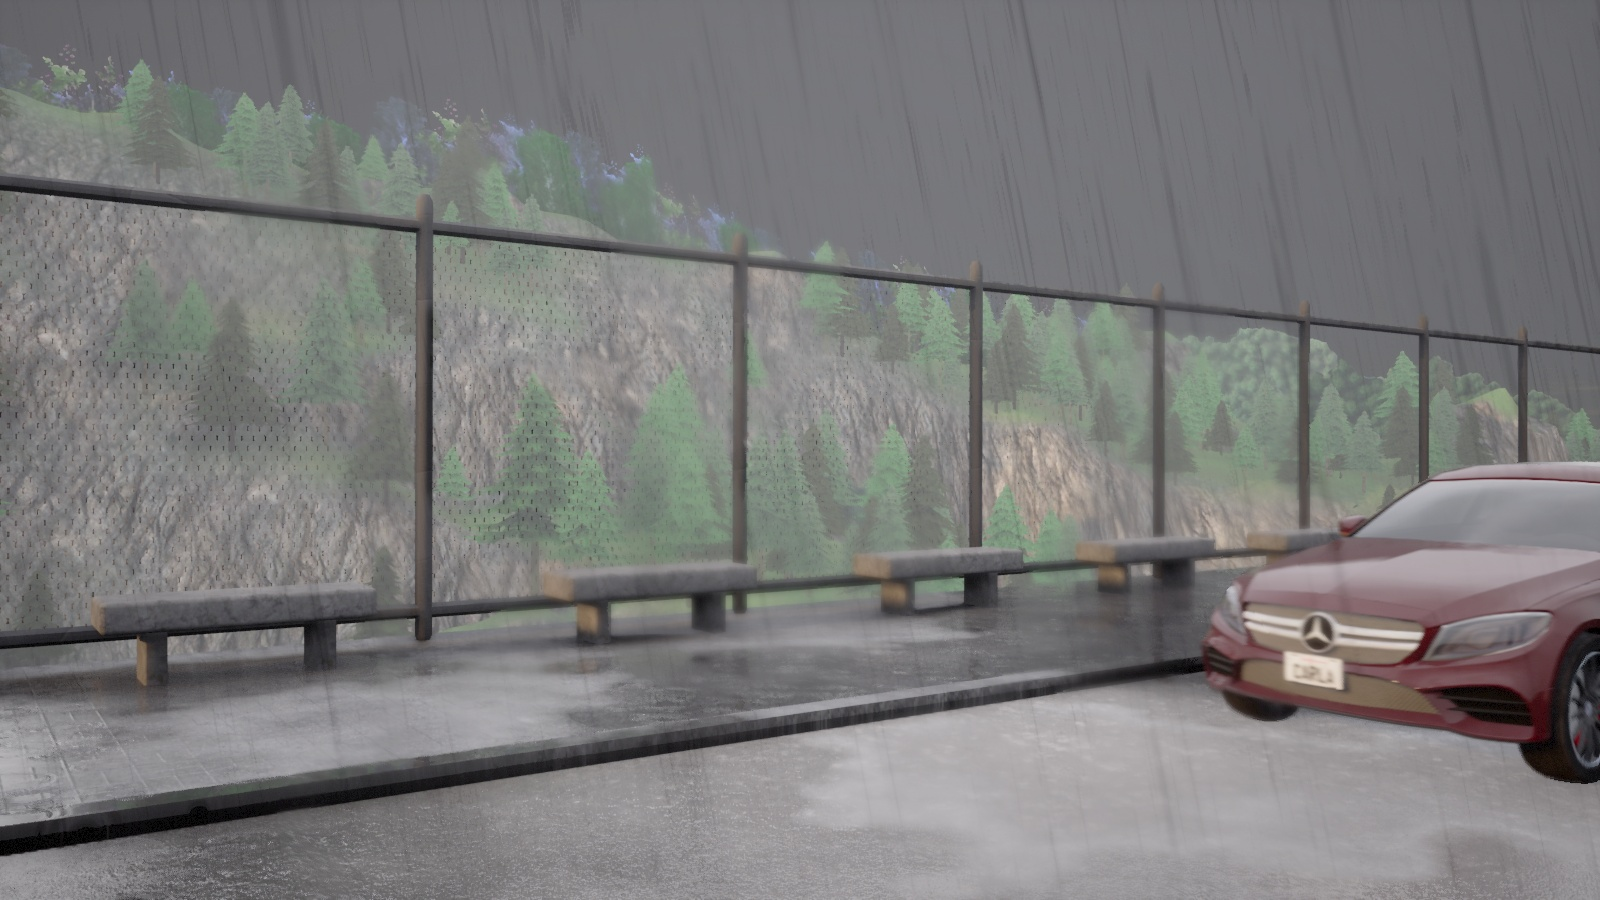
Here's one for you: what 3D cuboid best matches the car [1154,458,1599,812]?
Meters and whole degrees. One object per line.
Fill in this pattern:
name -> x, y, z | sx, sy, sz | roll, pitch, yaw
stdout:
car -> 4.323, 0.779, 7.280 | 4.674, 1.442, 1.812 | 0, 0, -35
